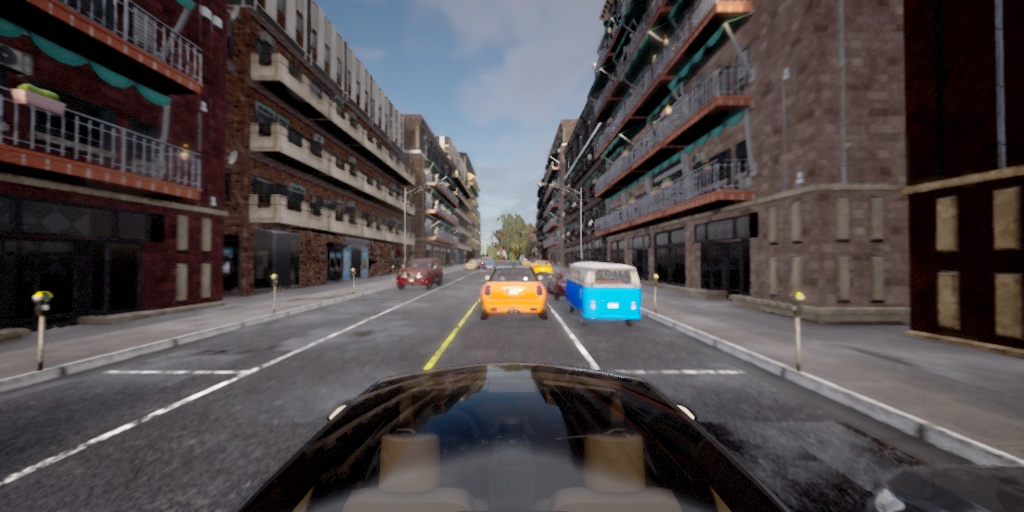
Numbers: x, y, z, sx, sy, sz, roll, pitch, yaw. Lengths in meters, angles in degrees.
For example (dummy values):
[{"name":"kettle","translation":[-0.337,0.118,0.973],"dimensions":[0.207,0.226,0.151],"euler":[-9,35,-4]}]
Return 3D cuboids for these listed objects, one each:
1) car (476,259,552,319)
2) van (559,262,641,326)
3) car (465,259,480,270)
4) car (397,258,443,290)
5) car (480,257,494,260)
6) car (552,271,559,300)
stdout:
[{"name":"car","translation":[0.067,1.098,12.859],"dimensions":[2.097,1.767,4.553],"euler":[0,0,0]},{"name":"van","translation":[2.691,1.088,11.404],"dimensions":[1.690,1.789,3.998],"euler":[0,0,0]},{"name":"car","translation":[-5.692,1.268,50.906],"dimensions":[1.751,1.417,4.829],"euler":[0,0,0]},{"name":"car","translation":[-5.690,1.060,22.768],"dimensions":[2.192,1.841,5.009],"euler":[0,0,0]},{"name":"car","translation":[-3.080,1.268,50.600],"dimensions":[1.812,1.442,4.674],"euler":[0,0,0]},{"name":"car","translation":[2.691,1.328,17.066],"dimensions":[1.802,1.307,4.207],"euler":[0,0,0]}]
